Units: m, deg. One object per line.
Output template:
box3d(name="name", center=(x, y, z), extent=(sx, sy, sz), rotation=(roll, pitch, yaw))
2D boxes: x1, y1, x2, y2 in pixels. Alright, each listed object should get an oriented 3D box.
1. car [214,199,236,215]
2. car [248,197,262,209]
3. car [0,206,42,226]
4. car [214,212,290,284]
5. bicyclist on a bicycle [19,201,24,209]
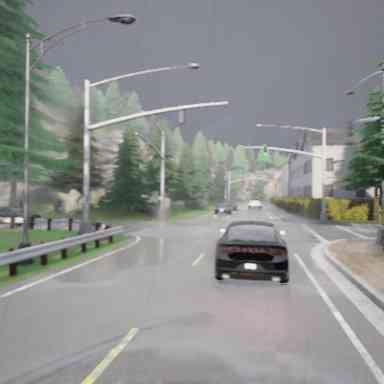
box3d(name="car", center=(3.867, 1.959, 40.613), extent=(2.128, 1.511, 4.902), rotation=(0, -1, 11))
box3d(name="car", center=(11.301, 1.955, 59.820), extent=(2.150, 2.045, 5.566), rotation=(0, -1, 11))
box3d(name="car", center=(-13.222, 1.732, 24.396), extent=(4.181, 1.385, 1.994), rotation=(0, -1, 10))
box3d(name="car", center=(1.825, 1.603, 10.150), extent=(1.882, 1.535, 5.008), rotation=(0, -1, 11))
box3d(name="bicyclist on a bicycle", center=(-16.360, 1.626, 32.147), extent=(0.582, 1.620, 1.656), rotation=(-2, 5, 10))
